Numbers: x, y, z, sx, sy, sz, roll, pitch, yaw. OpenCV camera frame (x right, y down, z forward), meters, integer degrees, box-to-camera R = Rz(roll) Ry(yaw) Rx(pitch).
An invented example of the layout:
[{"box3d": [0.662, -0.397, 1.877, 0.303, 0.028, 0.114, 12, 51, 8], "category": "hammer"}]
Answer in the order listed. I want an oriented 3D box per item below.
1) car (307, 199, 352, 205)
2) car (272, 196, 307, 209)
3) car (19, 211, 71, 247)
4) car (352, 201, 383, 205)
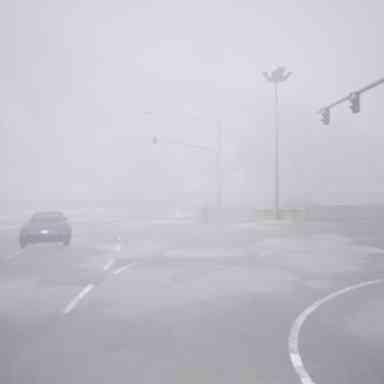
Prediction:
[{"box3d": [15.678, 1.503, 36.799, 4.674, 1.442, 1.812, 0, 0, -6], "category": "car"}, {"box3d": [12.846, 1.329, 43.550, 4.553, 1.767, 2.097, 0, 0, -5], "category": "car"}, {"box3d": [-6.636, 1.567, 15.271, 1.994, 1.385, 4.181, 0, 0, -21], "category": "car"}, {"box3d": [19.231, 1.578, 33.632, 4.718, 1.301, 1.895, 0, 0, -6], "category": "car"}]
